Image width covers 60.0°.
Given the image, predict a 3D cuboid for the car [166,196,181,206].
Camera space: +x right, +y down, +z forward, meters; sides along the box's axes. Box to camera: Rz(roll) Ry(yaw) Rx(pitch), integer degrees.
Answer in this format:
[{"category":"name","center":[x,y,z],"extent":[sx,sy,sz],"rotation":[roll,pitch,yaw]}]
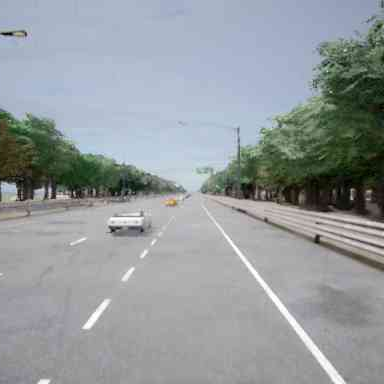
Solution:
[{"category":"car","center":[-3.349,1.611,56.484],"extent":[1.882,1.535,5.008],"rotation":[0,0,0]}]

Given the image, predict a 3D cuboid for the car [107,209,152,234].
[{"category":"car","center":[-3.489,1.637,19.597],"extent":[1.895,1.301,4.718],"rotation":[0,0,0]}]
